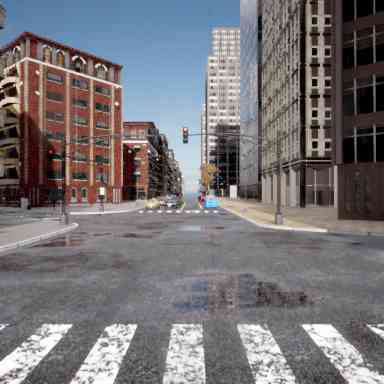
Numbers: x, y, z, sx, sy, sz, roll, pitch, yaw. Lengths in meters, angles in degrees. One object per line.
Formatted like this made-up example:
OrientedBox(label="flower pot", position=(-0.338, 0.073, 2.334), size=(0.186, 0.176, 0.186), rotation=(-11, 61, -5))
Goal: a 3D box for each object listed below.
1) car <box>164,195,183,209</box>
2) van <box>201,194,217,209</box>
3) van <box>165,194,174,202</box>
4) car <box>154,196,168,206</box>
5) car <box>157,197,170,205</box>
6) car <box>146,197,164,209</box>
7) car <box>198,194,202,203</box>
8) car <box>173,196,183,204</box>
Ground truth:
OrientedBox(label="car", position=(-2.812, 1.535, 45.966), size=(2.128, 1.511, 4.902), rotation=(0, 0, 2))
OrientedBox(label="van", position=(2.569, 1.384, 45.776), size=(1.690, 1.788, 3.998), rotation=(0, 0, 0))
OrientedBox(label="van", position=(-5.312, 1.470, 79.090), size=(1.690, 1.788, 3.998), rotation=(0, 0, 0))
OrientedBox(label="car", position=(-5.312, 1.507, 56.882), size=(1.967, 1.590, 4.097), rotation=(0, 0, 0))
OrientedBox(label="car", position=(-5.313, 1.647, 62.434), size=(1.947, 1.339, 4.313), rotation=(0, 0, 0))
OrientedBox(label="car", position=(-5.312, 1.568, 45.606), size=(1.752, 1.417, 4.829), rotation=(0, 0, 0))
OrientedBox(label="car", position=(2.568, 1.641, 67.985), size=(1.887, 1.381, 4.507), rotation=(0, 0, 0))
OrientedBox(label="car", position=(-2.775, 1.618, 66.420), size=(1.812, 1.442, 4.674), rotation=(0, 0, 1))
